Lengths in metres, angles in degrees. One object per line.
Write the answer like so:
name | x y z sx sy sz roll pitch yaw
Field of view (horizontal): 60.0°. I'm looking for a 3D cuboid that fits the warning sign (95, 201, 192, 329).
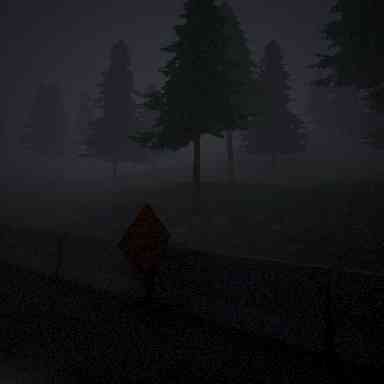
warning sign | -0.817 1.114 5.800 1.060 1.860 1.300 0 0 37
